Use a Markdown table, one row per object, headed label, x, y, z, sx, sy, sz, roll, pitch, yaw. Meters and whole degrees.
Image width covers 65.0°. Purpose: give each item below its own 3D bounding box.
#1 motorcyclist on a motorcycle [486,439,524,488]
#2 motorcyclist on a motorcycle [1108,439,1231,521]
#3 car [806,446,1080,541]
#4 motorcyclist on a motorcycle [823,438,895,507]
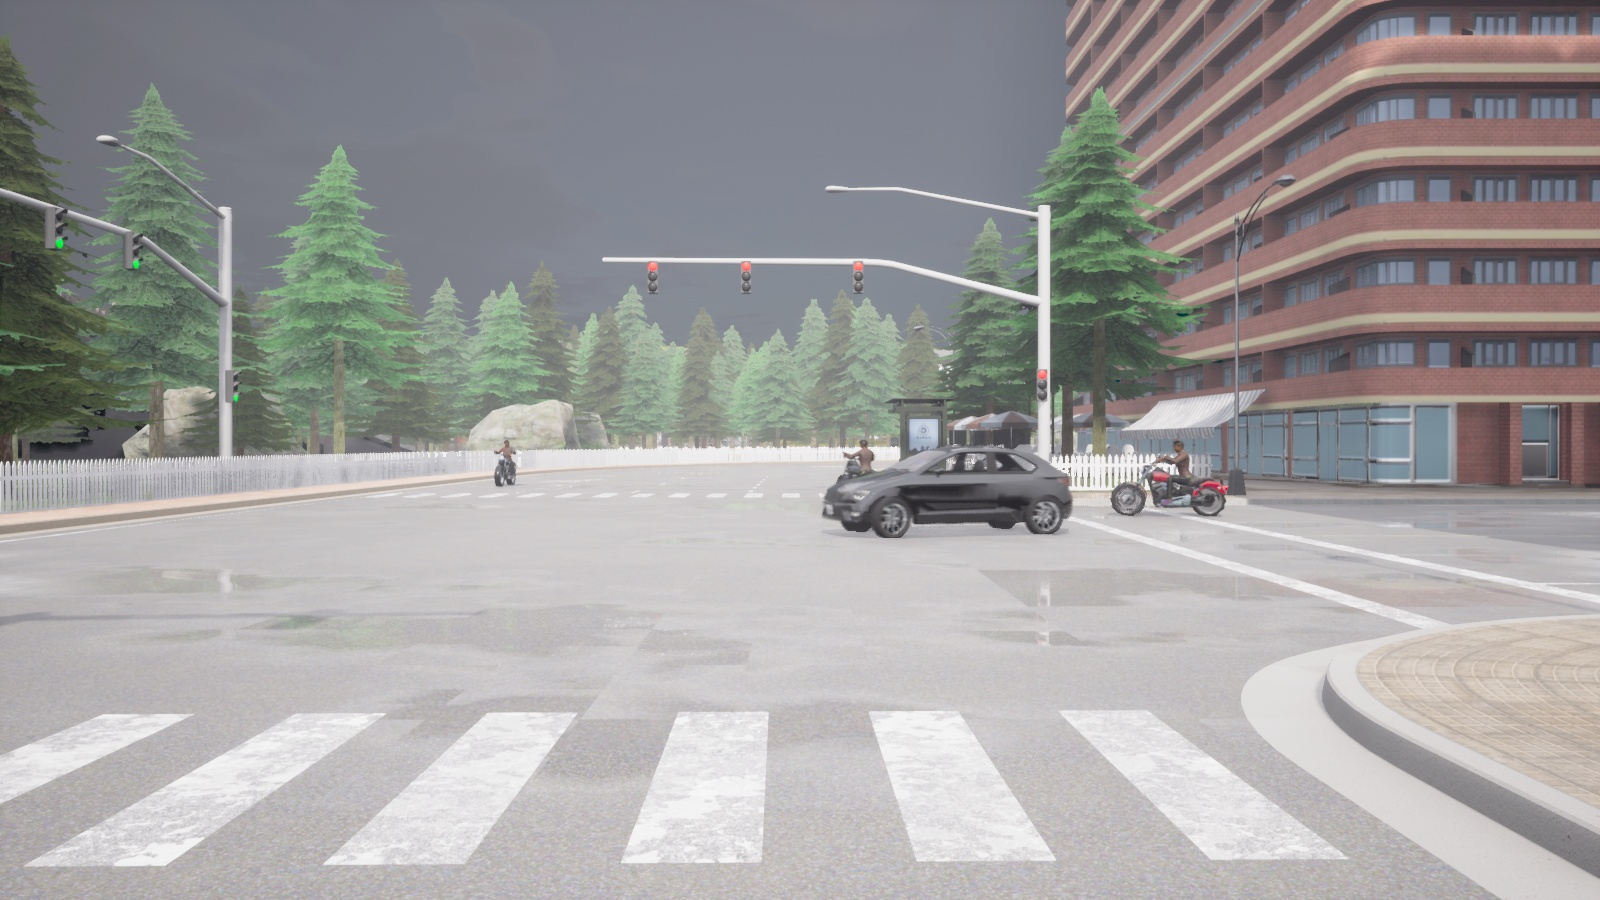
| label | x | y | z | sx | sy | sz | roll | pitch | yaw |
| --- | --- | --- | --- | --- | --- | --- | --- | --- | --- |
| motorcyclist on a motorcycle | -10.243 | 0.441 | 43.654 | 0.766 | 1.649 | 2.350 | 0 | 0 | 0 |
| motorcyclist on a motorcycle | 7.677 | 0.609 | 26.208 | 2.350 | 1.649 | 0.766 | 0 | 0 | 6 |
| car | 2.383 | 0.684 | 21.086 | 4.193 | 1.474 | 1.816 | 0 | 0 | -19 |
| motorcyclist on a motorcycle | 1.451 | 0.542 | 31.531 | 0.766 | 1.649 | 2.350 | 1 | 0 | -25 |
